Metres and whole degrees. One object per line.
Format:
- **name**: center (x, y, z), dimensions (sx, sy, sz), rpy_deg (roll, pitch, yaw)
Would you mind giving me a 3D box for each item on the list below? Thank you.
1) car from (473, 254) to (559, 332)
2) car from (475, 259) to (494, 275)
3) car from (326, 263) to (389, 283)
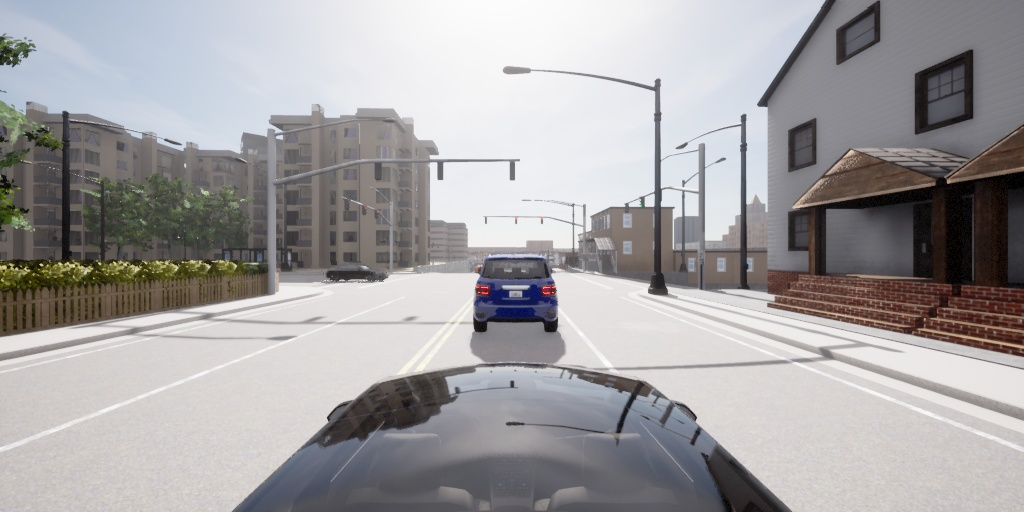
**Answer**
- **car**: center (0.102, 0.971, 10.959), dimensions (2.150, 2.045, 5.566), rpy_deg (0, 0, 0)
- **car**: center (-3.552, 1.506, 46.980), dimensions (2.097, 1.767, 4.553), rpy_deg (1, -5, 0)
- **car**: center (-12.002, 1.275, 27.893), dimensions (4.674, 1.442, 1.812), rpy_deg (0, 0, 4)
